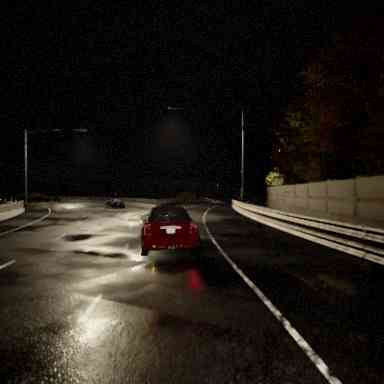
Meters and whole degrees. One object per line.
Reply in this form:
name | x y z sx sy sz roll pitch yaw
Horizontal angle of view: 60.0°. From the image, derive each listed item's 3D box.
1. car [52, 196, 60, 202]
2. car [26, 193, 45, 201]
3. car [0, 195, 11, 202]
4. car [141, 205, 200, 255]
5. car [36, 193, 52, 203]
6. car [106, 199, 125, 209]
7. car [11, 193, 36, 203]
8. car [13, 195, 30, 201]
car | -33.229 1.685 79.569 4.892 1.490 1.837 0 0 43
car | -40.626 1.286 86.400 5.566 2.045 2.150 0 0 38
car | -44.509 1.563 80.526 4.892 1.490 1.837 0 0 38
car | -1.002 1.361 13.566 2.097 1.767 4.553 0 0 -7
car | -35.017 1.423 76.425 5.566 2.045 2.150 0 0 43
car | -11.117 1.638 48.005 1.994 1.385 4.181 0 0 -26
car | -37.367 1.424 73.813 5.566 2.045 2.150 0 0 43
car | -42.875 1.550 83.720 5.008 1.535 1.882 0 0 38
